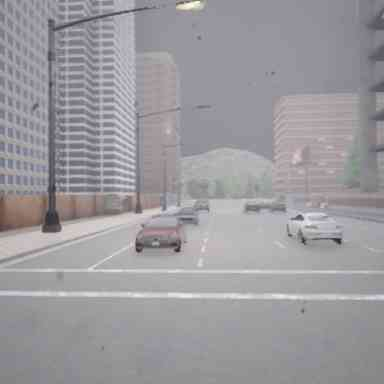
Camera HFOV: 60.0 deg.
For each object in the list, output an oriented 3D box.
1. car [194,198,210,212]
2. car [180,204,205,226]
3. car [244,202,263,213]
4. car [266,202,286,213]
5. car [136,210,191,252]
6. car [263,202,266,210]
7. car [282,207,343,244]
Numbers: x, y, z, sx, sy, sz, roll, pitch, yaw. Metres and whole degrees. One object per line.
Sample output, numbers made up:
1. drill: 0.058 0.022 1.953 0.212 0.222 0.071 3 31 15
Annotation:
1. car: 1.628 2.005 50.786 2.150 2.045 5.566 -1 -1 5
2. car: -0.273 1.995 27.942 2.033 1.411 5.357 -1 -1 5
3. car: 8.400 2.126 46.851 1.882 1.535 5.008 -1 -1 5
4. car: 11.864 2.106 46.272 1.837 1.490 4.892 -1 -1 5
5. car: -1.241 1.786 15.241 1.812 1.442 4.674 -1 -1 4
6. car: 12.619 2.353 56.456 1.895 1.301 4.718 -1 -1 5
7. car: 6.082 1.728 16.803 1.812 1.442 4.674 -1 -1 4
